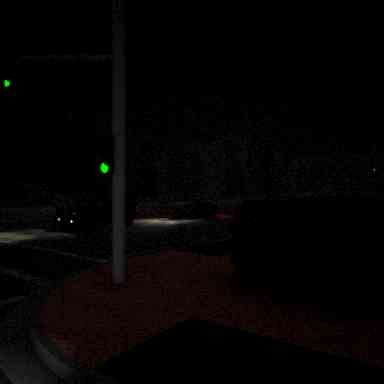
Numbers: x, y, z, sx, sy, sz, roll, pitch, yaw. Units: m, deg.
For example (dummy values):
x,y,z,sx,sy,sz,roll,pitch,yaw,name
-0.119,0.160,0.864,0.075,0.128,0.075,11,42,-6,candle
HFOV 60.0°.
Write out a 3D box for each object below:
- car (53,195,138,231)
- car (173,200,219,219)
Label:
x,y,z,sx,sy,sz,roll,pitch,yaw,name
-5.968,1.221,21.371,2.150,2.045,5.566,0,0,38,car
0.393,1.478,29.389,1.882,1.535,5.008,0,0,39,car
